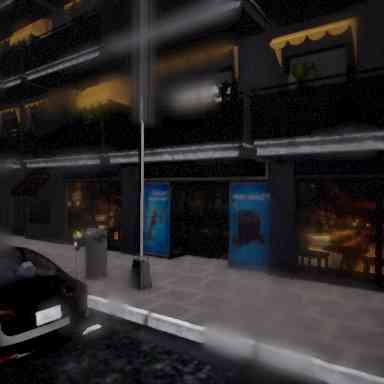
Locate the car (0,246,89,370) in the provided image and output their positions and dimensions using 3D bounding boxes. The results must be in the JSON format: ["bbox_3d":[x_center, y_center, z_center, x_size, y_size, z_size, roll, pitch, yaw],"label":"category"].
[{"bbox_3d":[-3.464,1.561,5.332,4.313,1.339,1.947,0,1,36],"label":"car"}]
